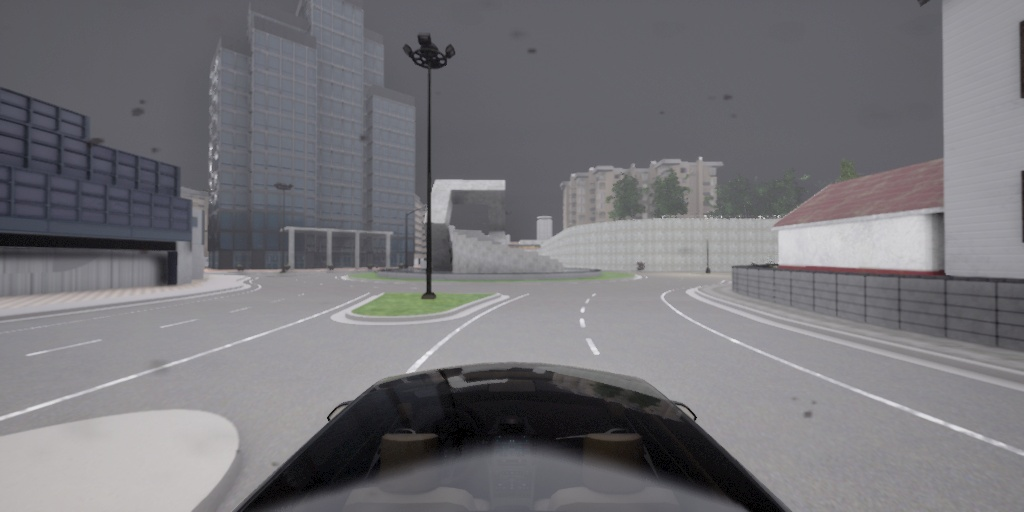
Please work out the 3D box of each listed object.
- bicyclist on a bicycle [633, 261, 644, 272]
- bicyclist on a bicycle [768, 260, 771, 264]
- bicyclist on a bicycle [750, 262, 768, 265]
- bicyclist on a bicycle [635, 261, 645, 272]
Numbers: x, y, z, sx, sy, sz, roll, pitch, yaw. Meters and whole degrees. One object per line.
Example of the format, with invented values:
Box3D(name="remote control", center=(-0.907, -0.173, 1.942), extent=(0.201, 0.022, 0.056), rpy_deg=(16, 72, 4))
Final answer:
Box3D(name="bicyclist on a bicycle", center=(20.855, 1.676, 59.090), extent=(1.656, 1.620, 0.582), rpy_deg=(-10, 5, -31))
Box3D(name="bicyclist on a bicycle", center=(25.052, 1.368, 34.713), extent=(0.582, 1.656, 1.620), rpy_deg=(1, 21, 6))
Box3D(name="bicyclist on a bicycle", center=(22.862, 1.421, 33.774), extent=(1.656, 1.620, 0.582), rpy_deg=(-5, -10, 1))
Box3D(name="bicyclist on a bicycle", center=(21.197, 1.708, 58.568), extent=(1.656, 1.620, 0.582), rpy_deg=(-6, 11, -28))
